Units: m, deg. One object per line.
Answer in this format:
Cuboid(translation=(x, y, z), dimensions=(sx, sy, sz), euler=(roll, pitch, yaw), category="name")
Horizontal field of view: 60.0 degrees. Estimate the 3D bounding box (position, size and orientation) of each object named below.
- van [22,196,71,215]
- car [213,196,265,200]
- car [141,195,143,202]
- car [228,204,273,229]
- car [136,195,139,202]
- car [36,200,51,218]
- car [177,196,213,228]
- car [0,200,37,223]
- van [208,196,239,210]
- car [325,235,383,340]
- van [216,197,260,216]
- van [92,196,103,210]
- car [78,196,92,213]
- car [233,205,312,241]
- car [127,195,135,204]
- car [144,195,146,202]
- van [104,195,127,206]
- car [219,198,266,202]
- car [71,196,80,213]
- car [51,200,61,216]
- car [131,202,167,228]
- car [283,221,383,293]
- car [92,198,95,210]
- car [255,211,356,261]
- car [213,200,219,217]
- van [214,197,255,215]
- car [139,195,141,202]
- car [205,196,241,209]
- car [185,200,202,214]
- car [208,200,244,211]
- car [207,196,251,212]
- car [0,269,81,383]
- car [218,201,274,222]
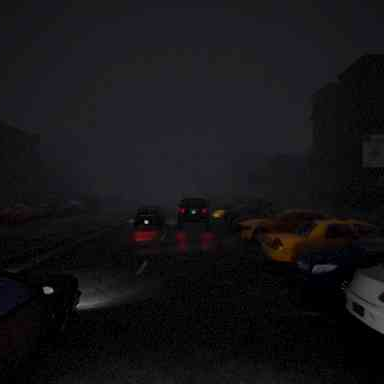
Cuboid(translation=(-15.678, 1.542, 35.366), dimensions=(4.442, 1.987, 1.878), euler=(0, 0, 0), category="van")
Cuboid(translation=(4.685, 1.489, 32.495), dimensions=(5.566, 2.045, 2.435), euler=(0, 0, 0), category="car")
Cuboid(translation=(-15.889, 2.042, 84.995), dimensions=(4.892, 1.521, 2.231), euler=(0, -1, 0), category="car")
Cuboid(translation=(4.719, 1.600, 18.716), dimensions=(4.892, 1.521, 2.231), euler=(0, -1, 0), category="car")
Cuboid(translation=(-15.878, 1.986, 79.484), dimensions=(5.008, 1.535, 2.097), euler=(0, 0, 0), category="car")
Cuboid(translation=(-15.970, 1.717, 29.848), dimensions=(5.366, 1.575, 1.946), euler=(0, -1, 0), category="car")
Cuboid(translation=(0.105, 1.401, 24.033), dimensions=(2.150, 2.045, 5.566), euler=(0, 0, 0), category="car")
Cuboid(translation=(-15.966, 1.691, 27.088), dimensions=(5.366, 1.575, 1.946), euler=(0, -1, 0), category="car")
Cuboid(translation=(4.630, 1.632, 49.290), dimensions=(4.442, 1.987, 1.878), euler=(0, 0, 0), category="van")
Cuboid(translation=(4.708, 1.523, 4.827), dimensions=(4.674, 1.452, 2.002), euler=(0, 0, 0), category="car")
Cuboid(translation=(4.834, 1.540, 35.394), dimensions=(4.442, 1.987, 1.878), euler=(0, 0, 0), category="van")
Cuboid(translation=(-15.936, 1.632, 49.157), dimensions=(4.442, 1.987, 1.878), euler=(0, 0, 0), category="van")
Cuboid(translation=(-15.776, 1.557, 40.882), dimensions=(5.566, 2.045, 2.435), euler=(0, 0, 0), category="car")
Cuboid(translation=(4.718, 1.567, 15.812), dimensions=(5.008, 1.535, 2.097), euler=(0, -1, 0), category="car")
Cuboid(translation=(-15.829, 1.679, 71.214), dimensions=(5.566, 2.045, 2.435), euler=(0, 0, 0), category="car")
Cuboid(translation=(-15.887, 2.110, 90.507), dimensions=(5.008, 1.535, 2.097), euler=(0, -1, 0), category="car")
Cuboid(translation=(-15.732, 1.686, 65.703), dimensions=(4.442, 1.987, 1.878), euler=(0, 0, 0), category="van")
Cuboid(translation=(4.746, 1.563, 27.054), dimensions=(4.553, 1.767, 2.185), euler=(0, -1, 0), category="car")
Cuboid(translation=(-15.831, 1.663, 38.122), dimensions=(4.553, 1.767, 2.185), euler=(0, 0, 0), category="car")
Cuboid(translation=(-15.787, 1.785, 32.604), dimensions=(4.674, 1.452, 2.002), euler=(0, -1, 0), category="car")
Cuboid(translation=(-2.896, 1.678, 23.581), dimensions=(1.837, 1.490, 4.892), euler=(0, -1, 0), category="car")
Cuboid(translation=(4.714, 1.534, 7.485), dimensions=(4.674, 1.452, 2.002), euler=(0, 0, 0), category="car")
Cuboid(translation=(-15.780, 1.856, 43.638), dimensions=(4.792, 1.488, 2.163), euler=(0, 0, 0), category="car")
Cuboid(translation=(4.897, 1.510, 10.256), dimensions=(5.366, 1.575, 1.946), euler=(0, 0, 0), category="car")
Cuboid(translation=(4.529, 1.713, 29.710), dimensions=(5.366, 1.575, 1.946), euler=(0, -1, 0), category="car")
Cuboid(translation=(4.839, 1.561, 38.048), dimensions=(4.442, 1.987, 1.878), euler=(0, 0, 0), category="van")
Cuboid(translation=(-15.848, 2.041, 82.239), dimensions=(4.792, 1.488, 2.163), euler=(0, -1, 0), category="car")
Cuboid(translation=(4.785, 1.619, 52.067), dimensions=(5.566, 2.045, 2.435), euler=(0, 0, 0), category="car")
Cuboid(translation=(0.129, 1.882, 42.879), dimensions=(2.033, 1.411, 5.357), euler=(1, 0, 0), category="car")
Cuboid(translation=(4.711, 1.872, 46.382), dimensions=(4.792, 1.488, 2.163), euler=(0, 0, 0), category="car")
Cuboid(translation=(4.760, 1.575, 43.731), dimensions=(5.566, 2.045, 2.435), euler=(0, 0, 0), category="car")
Cuboid(translation=(-2.898, 1.548, 3.512), dimensions=(2.033, 1.411, 5.357), euler=(0, 0, 0), category="car")
Cuboid(translation=(4.708, 1.660, 24.275), dimensions=(5.008, 1.535, 2.097), euler=(0, -1, 0), category="car")
